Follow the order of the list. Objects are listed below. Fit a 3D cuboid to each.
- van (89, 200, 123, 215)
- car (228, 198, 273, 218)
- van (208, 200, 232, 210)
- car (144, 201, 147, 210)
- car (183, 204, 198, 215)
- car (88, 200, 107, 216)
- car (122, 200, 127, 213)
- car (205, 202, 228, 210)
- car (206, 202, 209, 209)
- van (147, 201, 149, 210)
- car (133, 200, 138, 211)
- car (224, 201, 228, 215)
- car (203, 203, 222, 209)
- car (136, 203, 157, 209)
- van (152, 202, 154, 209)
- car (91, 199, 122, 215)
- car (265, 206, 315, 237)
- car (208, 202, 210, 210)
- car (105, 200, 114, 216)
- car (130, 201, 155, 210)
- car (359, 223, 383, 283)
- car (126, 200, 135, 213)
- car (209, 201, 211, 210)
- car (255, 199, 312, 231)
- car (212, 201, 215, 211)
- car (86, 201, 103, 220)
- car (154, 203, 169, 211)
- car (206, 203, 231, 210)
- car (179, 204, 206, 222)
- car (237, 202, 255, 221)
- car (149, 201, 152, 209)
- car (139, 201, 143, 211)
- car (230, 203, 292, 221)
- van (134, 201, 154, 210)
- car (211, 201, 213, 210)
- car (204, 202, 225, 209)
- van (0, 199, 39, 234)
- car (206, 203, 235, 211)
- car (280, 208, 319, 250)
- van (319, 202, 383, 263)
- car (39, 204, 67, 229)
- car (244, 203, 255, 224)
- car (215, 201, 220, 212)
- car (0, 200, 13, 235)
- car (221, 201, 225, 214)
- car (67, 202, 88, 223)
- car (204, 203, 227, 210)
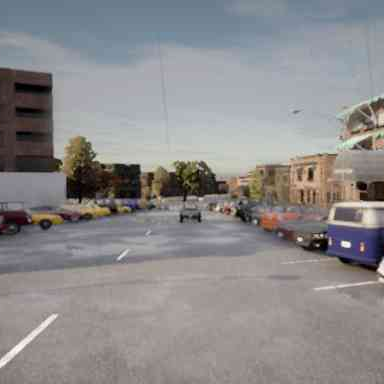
[{"bbox_3d":[-11.830,2.062,45.700,4.442,1.987,1.878,0,-2,-21],"label":"van"},{"bbox_3d":[6.318,1.519,27.990,5.566,2.045,2.435,1,-2,-20],"label":"car"},{"bbox_3d":[5.821,2.799,69.086,4.442,1.987,1.878,1,-2,-21],"label":"van"},{"bbox_3d":[-11.840,2.900,63.760,4.892,1.521,2.231,0,-2,-20],"label":"car"},{"bbox_3d":[-0.256,2.348,44.838,1.895,1.301,4.718,0,-2,0],"label":"car"},{"bbox_3d":[-11.752,1.936,33.705,5.366,1.575,1.946,0,-1,-20],"label":"car"},{"bbox_3d":[-11.506,2.188,42.809,5.366,1.575,1.946,0,-2,-21],"label":"car"},{"bbox_3d":[5.557,3.093,74.920,4.553,1.767,2.185,1,-2,-21],"label":"car"},{"bbox_3d":[5.828,2.824,63.166,5.008,1.535,2.097,1,-2,-21],"label":"car"},{"bbox_3d":[-11.899,2.877,69.731,4.442,1.987,1.878,0,-2,-19],"label":"van"},{"bbox_3d":[-11.828,2.239,51.721,5.566,2.045,2.435,0,-2,-21],"label":"car"},{"bbox_3d":[6.240,1.901,33.836,5.008,1.535,2.097,1,-1,-20],"label":"car"},{"bbox_3d":[5.322,3.656,86.713,4.674,1.452,2.002,1,-2,-21],"label":"car"},{"bbox_3d":[-11.611,3.611,84.759,5.008,1.535,2.097,0,-2,-19],"label":"car"},{"bbox_3d":[-11.616,3.081,75.819,4.442,1.987,1.878,0,-2,-19],"label":"van"},{"bbox_3d":[-11.672,1.850,39.747,5.566,2.045,2.435,0,-1,-21],"label":"car"},{"bbox_3d":[6.342,1.606,16.219,4.792,1.488,2.163,1,-1,-20],"label":"car"},{"bbox_3d":[5.930,2.627,57.298,5.008,1.535,2.097,1,-2,-21],"label":"car"},{"bbox_3d":[-11.786,2.014,36.696,5.366,1.575,1.946,0,-1,-21],"label":"car"},{"bbox_3d":[-11.664,3.157,78.788,5.566,2.045,2.435,0,-2,-19],"label":"car"},{"bbox_3d":[6.408,1.536,7.432,4.674,1.452,2.002,1,0,-20],"label":"car"},{"bbox_3d":[-11.586,2.385,48.798,5.366,1.575,1.946,0,-2,-21],"label":"car"},{"bbox_3d":[5.964,2.529,54.365,4.892,1.521,2.231,1,-2,-21],"label":"car"},{"bbox_3d":[6.323,1.489,19.165,4.553,1.767,2.185,1,-1,-20],"label":"car"},{"bbox_3d":[6.051,2.331,48.499,5.008,1.535,2.097,1,-2,-21],"label":"car"},{"bbox_3d":[-11.378,1.861,30.845,5.366,1.575,1.946,0,-2,-20],"label":"car"},{"bbox_3d":[-5.548,2.929,65.085,2.128,1.511,4.902,0,-2,0],"label":"car"},{"bbox_3d":[5.656,3.120,71.975,5.008,1.535,2.097,1,-2,-21],"label":"car"},{"bbox_3d":[-0.135,1.830,29.763,2.128,1.511,4.902,0,-1,0],"label":"car"},{"bbox_3d":[6.307,1.711,25.039,4.892,1.521,2.231,1,-2,-20],"label":"car"},{"bbox_3d":[-11.727,3.079,72.780,4.553,1.767,2.185,0,-2,-19],"label":"car"},{"bbox_3d":[-11.870,2.443,57.736,5.566,2.045,2.435,0,-2,-20],"label":"car"},{"bbox_3d":[6.436,1.831,30.966,5.366,1.575,1.946,1,-2,-20],"label":"car"},{"bbox_3d":[-11.764,3.285,81.729,4.442,1.987,1.878,0,-2,-19],"label":"van"},{"bbox_3d":[6.006,2.431,51.434,4.892,1.521,2.231,1,-2,-21],"label":"car"},{"bbox_3d":[5.428,3.292,80.816,4.553,1.767,2.185,1,-2,-21],"label":"car"},{"bbox_3d":[-11.354,1.413,18.860,4.442,1.987,1.878,-1,-1,-20],"label":"van"},{"bbox_3d":[5.591,2.915,66.033,5.366,1.575,1.946,1,-2,-21],"label":"car"},{"bbox_3d":[6.389,1.544,13.302,5.008,1.535,2.097,1,-1,-20],"label":"car"},{"bbox_3d":[6.506,1.293,10.411,4.442,1.987,1.878,1,-1,-20],"label":"van"},{"bbox_3d":[-11.306,1.684,21.873,5.366,1.575,1.946,0,-1,-20],"label":"car"},{"bbox_3d":[6.328,1.662,22.101,4.892,1.521,2.231,1,-1,-20],"label":"car"},{"bbox_3d":[6.069,2.109,45.563,4.553,1.767,2.185,1,-2,-21],"label":"car"},{"bbox_3d":[-11.414,1.475,15.827,4.553,1.767,2.185,-1,-1,-20],"label":"car"},{"bbox_3d":[6.197,1.974,36.767,5.008,1.535,2.097,1,-2,-21],"label":"car"},{"bbox_3d":[-11.497,1.831,27.801,4.792,1.488,2.163,0,-2,-20],"label":"car"},{"bbox_3d":[5.548,3.349,77.883,4.792,1.488,2.163,1,-2,-21],"label":"car"}]
